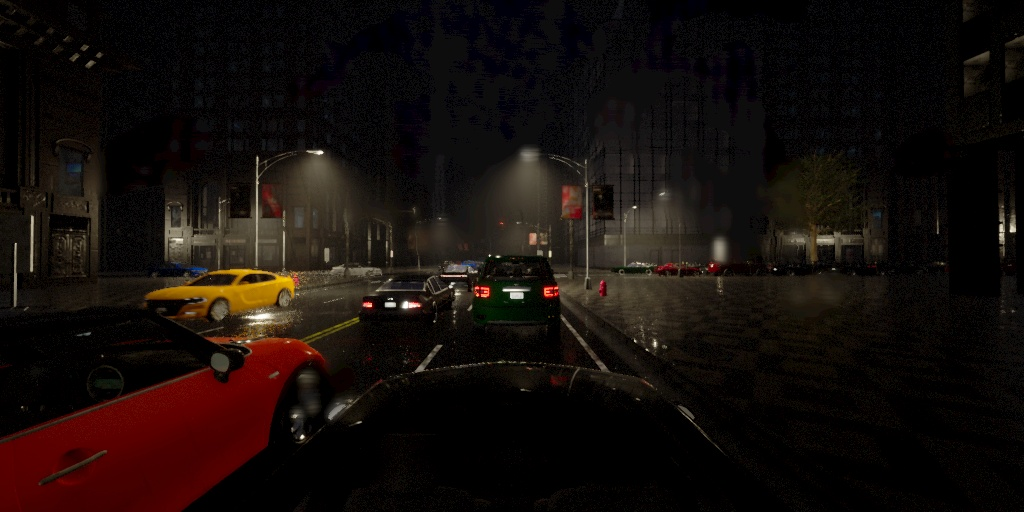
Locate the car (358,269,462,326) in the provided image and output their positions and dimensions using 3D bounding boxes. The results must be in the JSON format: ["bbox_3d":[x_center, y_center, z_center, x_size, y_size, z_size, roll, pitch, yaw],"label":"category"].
[{"bbox_3d":[-3.120,1.307,11.714,2.033,1.411,5.357,0,0,0],"label":"car"}]

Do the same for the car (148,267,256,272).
[{"bbox_3d":[-9.808,1.239,12.544,1.882,1.535,5.008,0,0,0],"label":"car"}]

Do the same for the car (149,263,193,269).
[{"bbox_3d":[-32.910,1.451,35.445,5.008,1.535,1.882,0,-1,0],"label":"car"}]

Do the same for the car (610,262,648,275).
[{"bbox_3d":[13.214,1.422,39.075,4.718,1.301,1.895,0,-1,0],"label":"car"}]

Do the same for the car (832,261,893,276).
[{"bbox_3d":[32.283,1.260,33.563,4.313,1.339,1.948,0,0,-1],"label":"car"}]

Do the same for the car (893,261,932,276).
[{"bbox_3d":[38.700,1.213,36.228,4.892,1.490,1.837,0,-1,-1],"label":"car"}]

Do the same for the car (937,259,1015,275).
[{"bbox_3d":[43.559,1.214,33.720,4.507,1.381,1.888,0,0,-1],"label":"car"}]

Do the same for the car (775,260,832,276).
[{"bbox_3d":[26.646,1.276,33.485,4.313,1.339,1.948,0,0,-1],"label":"car"}]

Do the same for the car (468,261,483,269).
[{"bbox_3d":[-6.451,1.599,64.033,2.033,1.411,5.357,0,0,1],"label":"car"}]

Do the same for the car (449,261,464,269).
[{"bbox_3d":[-9.711,1.571,63.178,1.812,1.442,4.674,0,0,1],"label":"car"}]

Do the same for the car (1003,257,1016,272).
[{"bbox_3d":[49.198,0.973,33.797,5.009,1.841,2.192,0,0,-1],"label":"car"}]

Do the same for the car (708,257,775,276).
[{"bbox_3d":[21.008,1.041,33.408,5.009,1.841,2.192,0,0,-1],"label":"car"}]

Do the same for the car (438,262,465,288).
[{"bbox_3d":[-3.121,1.280,21.451,2.128,1.511,4.902,0,0,0],"label":"car"}]

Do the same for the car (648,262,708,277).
[{"bbox_3d":[15.370,1.327,33.330,4.207,1.307,1.802,0,0,-1],"label":"car"}]

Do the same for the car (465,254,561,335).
[{"bbox_3d":[0.115,0.979,10.630,2.150,2.045,5.566,0,0,0],"label":"car"}]

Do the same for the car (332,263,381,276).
[{"bbox_3d":[-15.454,1.419,35.684,4.674,1.442,1.812,-1,0,-4],"label":"car"}]

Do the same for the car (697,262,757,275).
[{"bbox_3d":[23.464,1.335,39.222,5.357,1.411,2.033,0,-1,-1],"label":"car"}]

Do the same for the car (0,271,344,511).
[{"bbox_3d":[-3.147,1.102,2.303,2.097,1.767,4.553,0,0,0],"label":"car"}]

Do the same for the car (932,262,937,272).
[{"bbox_3d":[49.087,1.326,42.321,4.313,1.339,1.948,0,0,-1],"label":"car"}]
